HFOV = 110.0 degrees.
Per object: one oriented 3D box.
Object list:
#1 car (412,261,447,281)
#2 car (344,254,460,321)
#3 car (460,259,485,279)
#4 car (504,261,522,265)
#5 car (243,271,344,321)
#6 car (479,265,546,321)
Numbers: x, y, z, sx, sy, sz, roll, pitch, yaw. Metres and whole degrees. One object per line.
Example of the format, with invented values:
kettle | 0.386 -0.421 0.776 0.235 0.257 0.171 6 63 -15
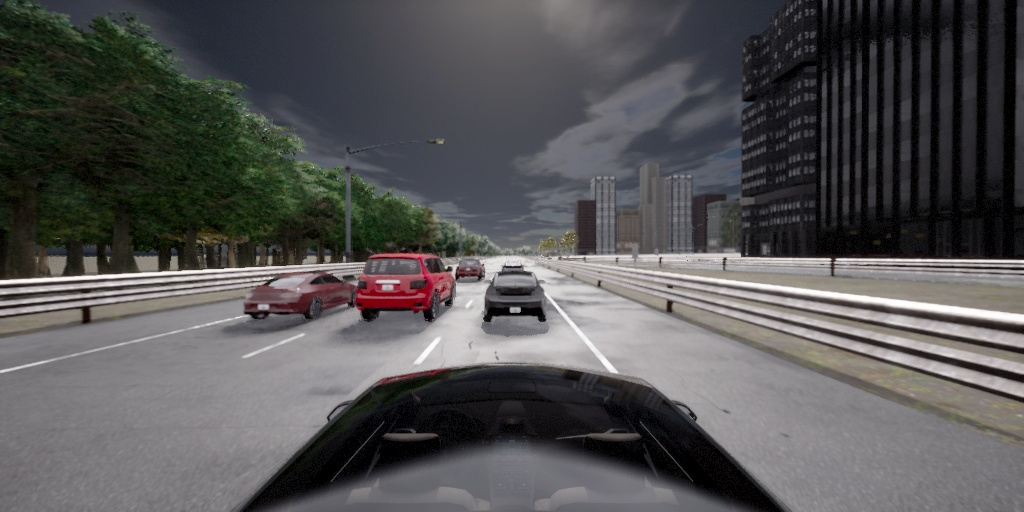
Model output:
car | -6.921 1.178 30.483 1.837 1.490 4.892 0 0 0
car | -3.407 0.942 12.504 2.150 2.045 5.566 0 0 0
car | -3.422 1.026 30.152 2.097 1.767 4.553 0 0 0
car | 0.079 1.165 30.354 2.128 1.511 4.902 0 0 0
car | -6.910 1.247 12.274 1.812 1.442 4.674 0 0 0
car | 0.091 1.227 12.270 1.837 1.490 4.892 0 0 0
